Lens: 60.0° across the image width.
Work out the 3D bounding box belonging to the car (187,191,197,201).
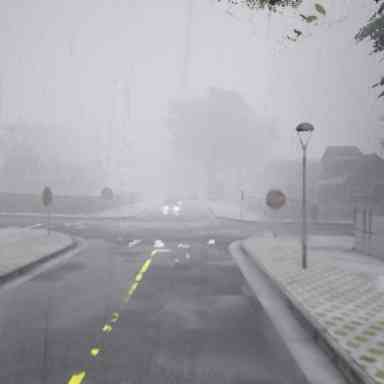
[{"bbox_3d":[0.016,0.829,63.681,1.882,1.535,5.008,0,1,0],"label":"car"}]

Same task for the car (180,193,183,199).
[{"bbox_3d":[-2.764,0.862,62.511,2.128,1.511,4.902,0,1,1],"label":"car"}]

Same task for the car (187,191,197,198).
[{"bbox_3d":[0.018,0.563,74.099,1.994,1.385,4.181,0,1,0],"label":"car"}]

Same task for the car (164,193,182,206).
[{"bbox_3d":[-2.820,1.208,46.278,1.895,1.301,4.718,0,1,0],"label":"car"}]
